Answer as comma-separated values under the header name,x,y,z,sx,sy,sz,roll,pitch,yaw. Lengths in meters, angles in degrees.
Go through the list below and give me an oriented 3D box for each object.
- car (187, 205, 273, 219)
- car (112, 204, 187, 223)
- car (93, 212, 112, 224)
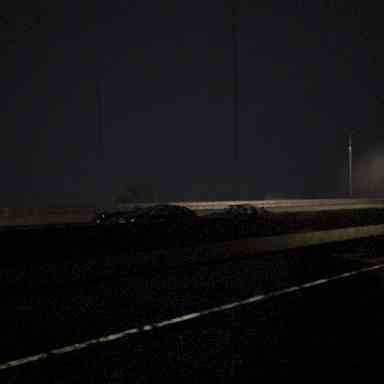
name,x,y,z,sx,sy,sz,roll,pitch,yaw
car,2.500,1.467,18.601,4.902,1.511,2.128,0,0,-35
car,-1.919,1.483,19.774,4.892,1.490,1.837,0,0,-35
car,-4.162,1.579,22.477,4.718,1.301,1.895,0,0,-35
